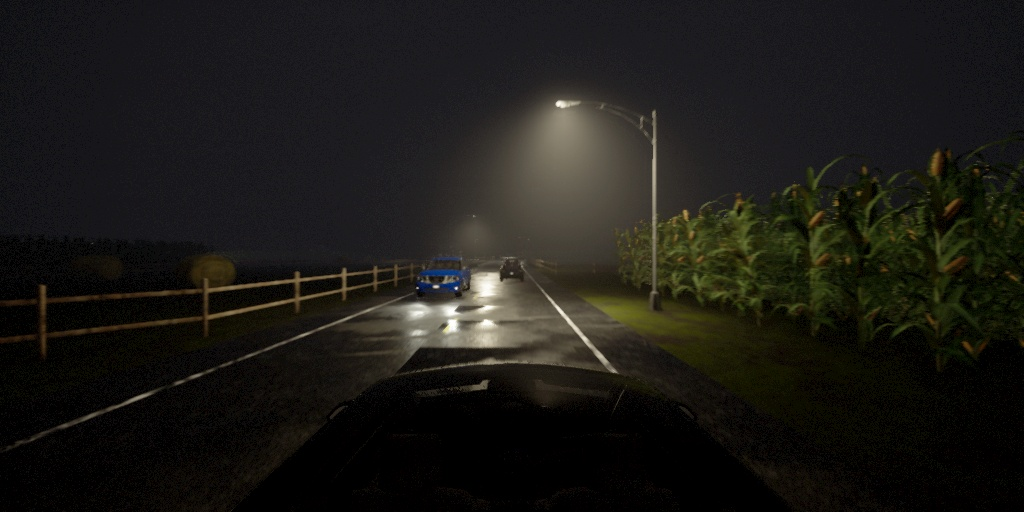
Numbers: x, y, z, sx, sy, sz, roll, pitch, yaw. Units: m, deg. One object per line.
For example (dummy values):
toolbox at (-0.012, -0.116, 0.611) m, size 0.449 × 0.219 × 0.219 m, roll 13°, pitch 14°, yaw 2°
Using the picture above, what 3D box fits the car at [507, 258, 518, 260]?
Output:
car at (0.030, 1.041, 42.871) m, size 2.097 × 1.767 × 4.553 m, roll 0°, pitch 0°, yaw 0°

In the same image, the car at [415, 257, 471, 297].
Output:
car at (-3.504, 1.062, 19.289) m, size 2.150 × 2.045 × 5.566 m, roll 0°, pitch 0°, yaw 0°

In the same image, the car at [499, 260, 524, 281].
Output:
car at (-0.001, 1.283, 29.437) m, size 1.994 × 1.385 × 4.181 m, roll 0°, pitch 0°, yaw 1°
